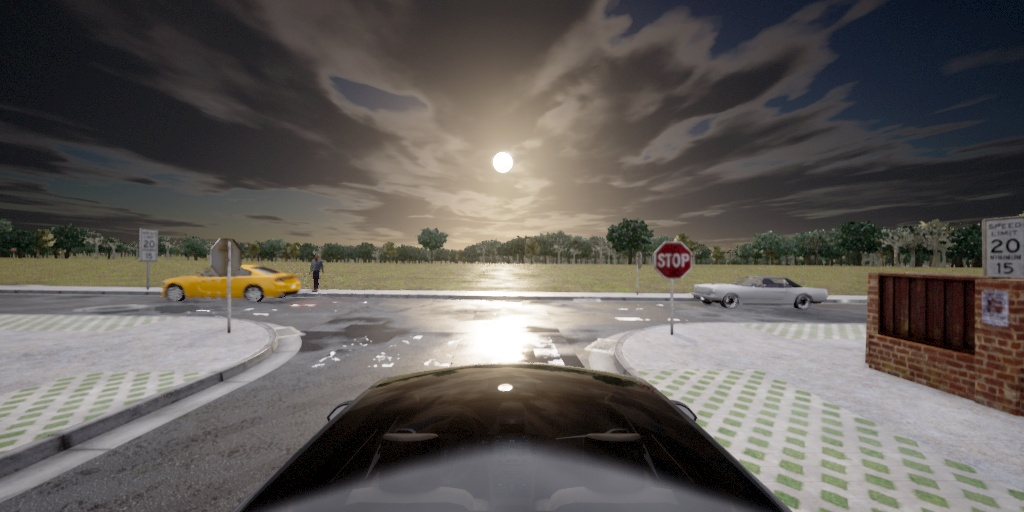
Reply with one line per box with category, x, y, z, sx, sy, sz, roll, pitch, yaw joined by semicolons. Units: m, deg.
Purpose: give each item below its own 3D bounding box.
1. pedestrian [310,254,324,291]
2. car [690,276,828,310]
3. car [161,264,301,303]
pedestrian;-9.739;0.811;17.836;0.375;1.860;0.375;0;-1;0
car;10.199;1.500;15.094;4.718;1.301;1.895;1;0;-1
car;-11.694;1.103;15.088;5.008;1.535;1.882;1;-1;-2
